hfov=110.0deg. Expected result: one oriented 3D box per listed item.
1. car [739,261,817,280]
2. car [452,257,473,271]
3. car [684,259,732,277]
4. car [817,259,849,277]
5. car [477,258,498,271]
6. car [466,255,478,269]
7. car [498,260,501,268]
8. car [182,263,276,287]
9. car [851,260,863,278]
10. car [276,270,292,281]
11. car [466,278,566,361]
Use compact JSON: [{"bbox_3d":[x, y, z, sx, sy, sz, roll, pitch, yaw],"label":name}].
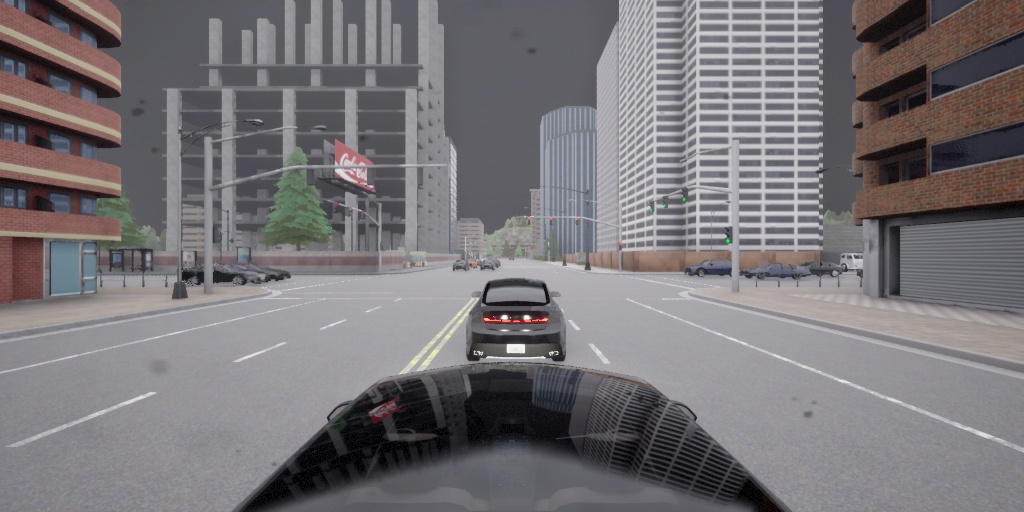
[{"bbox_3d":[22.804,1.297,31.202,5.357,1.411,2.033,0,0,0],"label":"car"},{"bbox_3d":[-6.869,1.255,48.767,1.837,1.490,4.892,0,0,0],"label":"car"},{"bbox_3d":[19.214,1.102,34.700,4.553,1.767,2.097,0,0,0],"label":"car"},{"bbox_3d":[29.064,1.255,34.695,4.892,1.490,1.837,0,0,0],"label":"car"},{"bbox_3d":[-3.360,1.255,50.297,1.837,1.490,4.892,0,0,0],"label":"car"},{"bbox_3d":[-6.812,1.102,57.973,2.097,1.767,4.553,0,0,0],"label":"car"},{"bbox_3d":[-3.295,1.102,60.422,2.097,1.767,4.553,0,0,0],"label":"car"},{"bbox_3d":[-19.138,1.241,23.980,4.902,1.511,2.128,0,0,0],"label":"car"},{"bbox_3d":[32.716,1.314,31.192,4.181,1.385,1.994,0,0,0],"label":"car"},{"bbox_3d":[-20.059,1.297,27.501,5.357,1.411,2.033,0,0,-1],"label":"car"},{"bbox_3d":[0.093,1.255,8.235,1.837,1.490,4.892,0,0,1],"label":"car"}]
